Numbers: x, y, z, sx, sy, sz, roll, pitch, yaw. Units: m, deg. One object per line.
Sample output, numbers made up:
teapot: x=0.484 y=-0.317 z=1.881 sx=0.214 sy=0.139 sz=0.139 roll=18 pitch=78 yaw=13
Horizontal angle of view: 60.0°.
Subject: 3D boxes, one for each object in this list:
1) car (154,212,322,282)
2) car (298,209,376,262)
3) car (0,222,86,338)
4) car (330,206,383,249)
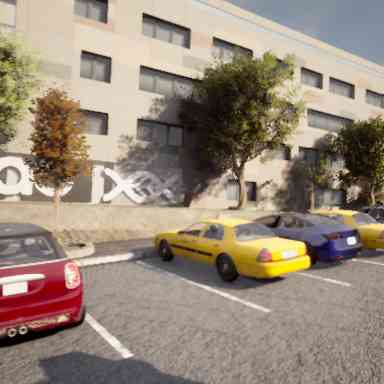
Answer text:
car: x=0.759 y=1.412 z=9.737 sx=1.946 sy=1.575 sz=5.366 roll=-1 pitch=0 yaw=-36
car: x=3.123 y=1.416 z=11.232 sx=2.163 sy=1.488 sz=4.792 roll=-1 pitch=0 yaw=-35
car: x=-3.665 y=1.348 z=6.313 sx=2.185 sy=1.767 sz=4.553 roll=-1 pitch=0 yaw=-35
car: x=5.306 y=1.354 z=12.983 sx=1.946 sy=1.575 sz=5.366 roll=-1 pitch=0 yaw=-36
